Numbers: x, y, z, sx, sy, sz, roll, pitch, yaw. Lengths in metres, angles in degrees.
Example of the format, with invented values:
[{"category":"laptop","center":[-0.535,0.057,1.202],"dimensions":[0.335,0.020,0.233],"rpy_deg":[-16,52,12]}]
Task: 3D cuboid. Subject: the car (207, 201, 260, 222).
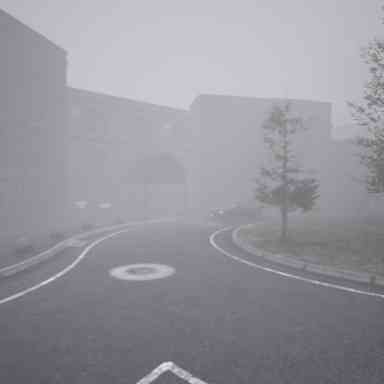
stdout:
[{"category":"car","center":[3.285,1.377,24.857],"dimensions":[4.674,1.442,1.812],"rpy_deg":[0,0,-35]}]
